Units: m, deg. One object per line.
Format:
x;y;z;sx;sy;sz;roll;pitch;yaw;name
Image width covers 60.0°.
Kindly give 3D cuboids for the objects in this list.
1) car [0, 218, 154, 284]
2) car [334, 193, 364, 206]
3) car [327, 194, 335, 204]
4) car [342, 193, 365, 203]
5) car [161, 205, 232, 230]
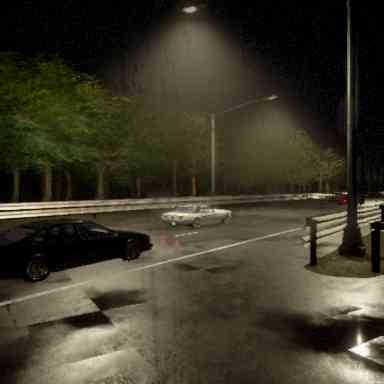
-3.577;1.484;9.591;2.033;1.411;5.357;0;1;39;car
19.872;1.051;41.576;1.994;1.385;4.181;0;1;44;car
21.590;0.955;48.457;5.357;1.411;2.033;-1;1;-45;car
25.559;0.874;52.557;4.674;1.442;1.812;-1;1;-44;car
0.433;1.411;19.875;1.895;1.301;4.718;0;1;40;car
